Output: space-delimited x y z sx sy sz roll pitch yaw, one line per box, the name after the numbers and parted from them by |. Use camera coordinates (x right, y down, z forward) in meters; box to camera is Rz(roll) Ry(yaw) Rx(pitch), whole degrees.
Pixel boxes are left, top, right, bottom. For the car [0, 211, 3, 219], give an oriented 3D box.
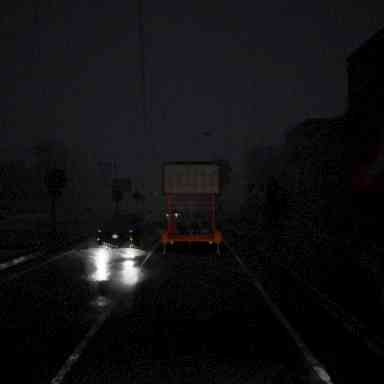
-21.943 2.032 34.081 4.553 1.767 2.185 0 -2 0 | car

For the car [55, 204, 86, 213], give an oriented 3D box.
-21.804 2.945 58.400 4.674 1.452 2.002 0 -2 0 | car

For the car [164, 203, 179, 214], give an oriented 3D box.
-3.160 2.965 57.089 2.033 1.411 5.357 0 -2 1 | car

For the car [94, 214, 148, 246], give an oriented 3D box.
-3.332 1.767 16.347 1.994 1.385 4.181 0 -1 0 | car

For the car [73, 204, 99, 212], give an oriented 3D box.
-21.762 3.243 68.093 4.674 1.452 2.002 0 -2 0 | car

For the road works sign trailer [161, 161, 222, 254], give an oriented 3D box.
-0.021 0.533 13.810 2.380 3.560 2.880 0 -1 0 | road works sign trailer

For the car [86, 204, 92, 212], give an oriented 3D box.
-21.787 3.007 61.676 4.892 1.521 2.231 0 -2 0 | car

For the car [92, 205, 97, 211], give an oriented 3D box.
-21.784 3.106 64.948 5.008 1.535 2.097 0 -2 0 | car
